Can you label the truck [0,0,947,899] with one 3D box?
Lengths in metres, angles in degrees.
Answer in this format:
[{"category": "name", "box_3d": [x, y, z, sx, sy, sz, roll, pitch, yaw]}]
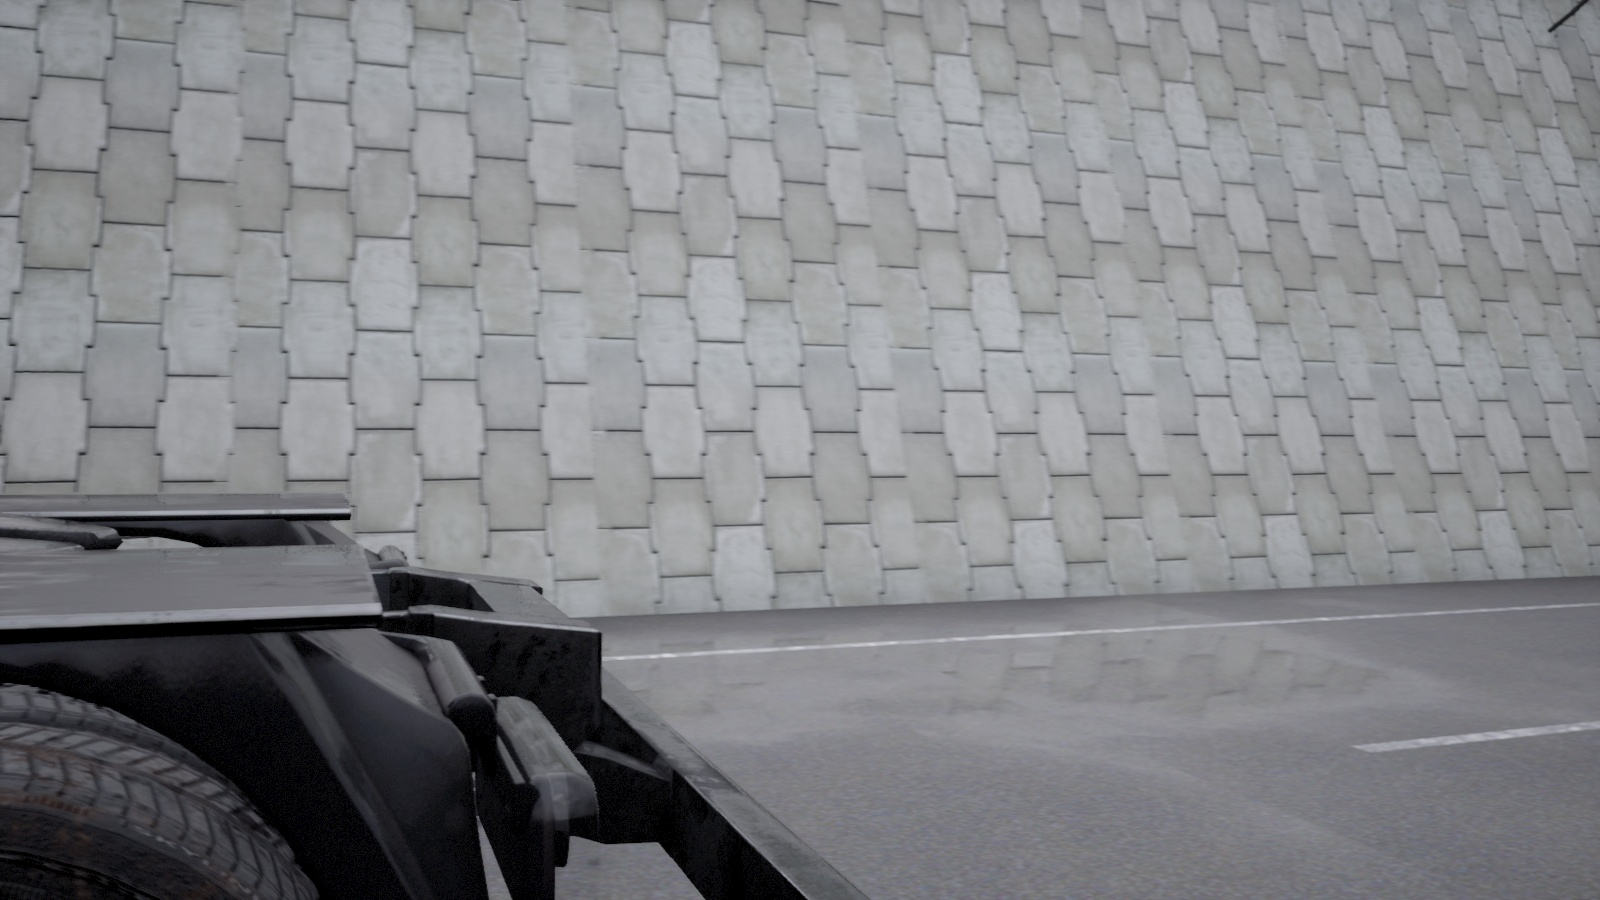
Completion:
[{"category": "truck", "box_3d": [-4.025, -0.168, 1.700, 7.936, 3.462, 2.891, -1, 1, -21]}]
